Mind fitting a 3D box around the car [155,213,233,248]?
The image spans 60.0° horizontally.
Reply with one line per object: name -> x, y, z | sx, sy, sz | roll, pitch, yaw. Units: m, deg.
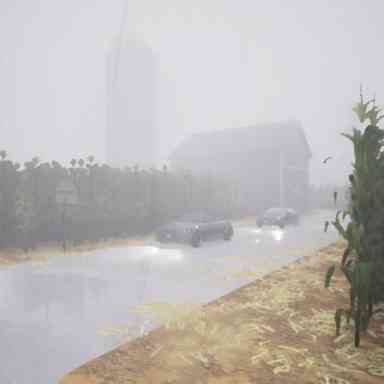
car -> 0.220, 1.679, 15.603 | 1.994, 1.385, 4.181 | -1, -1, 37

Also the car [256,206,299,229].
car -> 6.288, 1.760, 23.923 | 1.812, 1.442, 4.674 | -1, -1, 36
